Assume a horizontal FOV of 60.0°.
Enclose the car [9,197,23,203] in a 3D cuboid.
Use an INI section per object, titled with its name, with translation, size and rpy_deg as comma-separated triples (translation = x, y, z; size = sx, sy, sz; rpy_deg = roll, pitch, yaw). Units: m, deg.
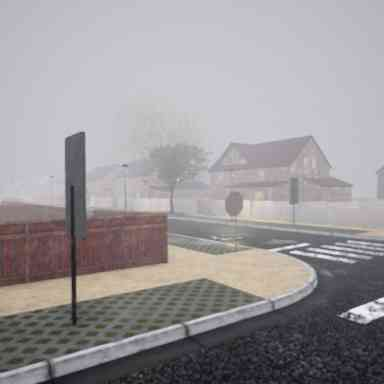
[car]
translation = -41.251, 1.973, 78.647
size = 1.994, 1.385, 4.181
rpy_deg = -1, 0, -37
